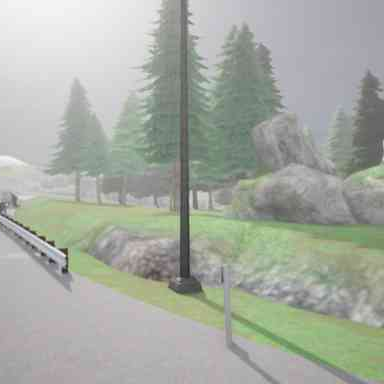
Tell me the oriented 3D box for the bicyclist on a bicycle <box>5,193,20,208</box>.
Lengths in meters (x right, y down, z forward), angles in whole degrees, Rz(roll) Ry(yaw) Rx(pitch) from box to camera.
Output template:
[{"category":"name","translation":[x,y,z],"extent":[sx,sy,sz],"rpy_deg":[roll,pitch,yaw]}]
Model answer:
[{"category":"bicyclist on a bicycle","translation":[-18.227,0.798,33.549],"extent":[1.656,1.620,0.582],"rpy_deg":[1,1,-34]}]

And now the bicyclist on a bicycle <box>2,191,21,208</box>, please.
[{"category":"bicyclist on a bicycle","translation":[-18.682,0.780,34.431],"extent":[1.656,1.620,0.582],"rpy_deg":[1,-1,-6]}]
